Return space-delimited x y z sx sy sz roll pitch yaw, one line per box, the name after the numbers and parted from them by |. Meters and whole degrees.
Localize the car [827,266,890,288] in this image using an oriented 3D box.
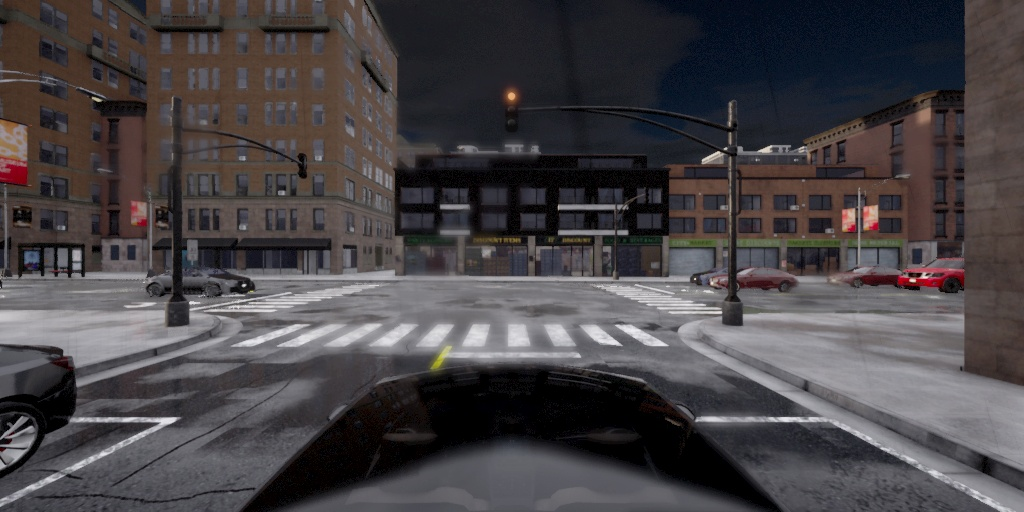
24.158 1.407 24.326 4.674 1.442 1.812 0 0 0 | car

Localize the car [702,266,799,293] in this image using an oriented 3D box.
14.097 1.354 21.032 4.674 1.442 1.812 0 0 1 | car

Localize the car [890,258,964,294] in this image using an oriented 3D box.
26.300 1.115 21.090 5.566 2.045 2.150 1 0 -1 | car

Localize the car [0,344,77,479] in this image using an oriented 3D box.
-5.387 1.316 1.927 1.948 1.339 4.313 0 0 0 | car

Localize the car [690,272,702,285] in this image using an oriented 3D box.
14.396 1.394 24.285 4.181 1.385 1.994 0 0 0 | car

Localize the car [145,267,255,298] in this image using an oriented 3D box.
-15.025 1.249 17.423 4.181 1.385 1.994 0 0 0 | car

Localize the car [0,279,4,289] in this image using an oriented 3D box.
-27.922 1.115 17.354 4.902 1.511 2.128 0 0 0 | car
